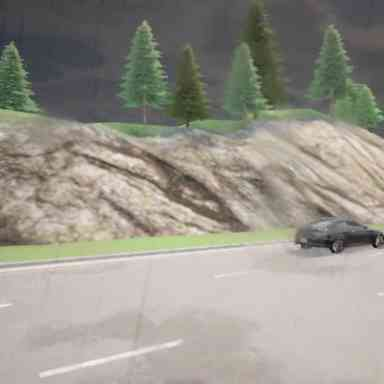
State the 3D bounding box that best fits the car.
[{"bbox_3d":[6.686,1.875,15.058,4.674,1.442,1.812,0,-1,-29],"label":"car"}]
